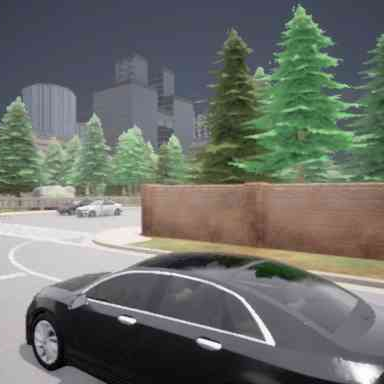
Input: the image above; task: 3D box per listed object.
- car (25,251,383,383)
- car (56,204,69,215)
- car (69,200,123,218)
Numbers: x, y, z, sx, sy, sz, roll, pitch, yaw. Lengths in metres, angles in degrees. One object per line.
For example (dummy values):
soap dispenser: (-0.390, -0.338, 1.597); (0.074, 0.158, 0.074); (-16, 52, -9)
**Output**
car: (-0.116, 1.501, 4.045); (4.892, 1.490, 1.837); (0, 0, 36)
car: (-10.920, 1.482, 32.647); (1.812, 1.442, 4.674); (0, 0, 35)
car: (-8.338, 1.488, 30.236); (1.812, 1.442, 4.674); (0, 0, 35)
